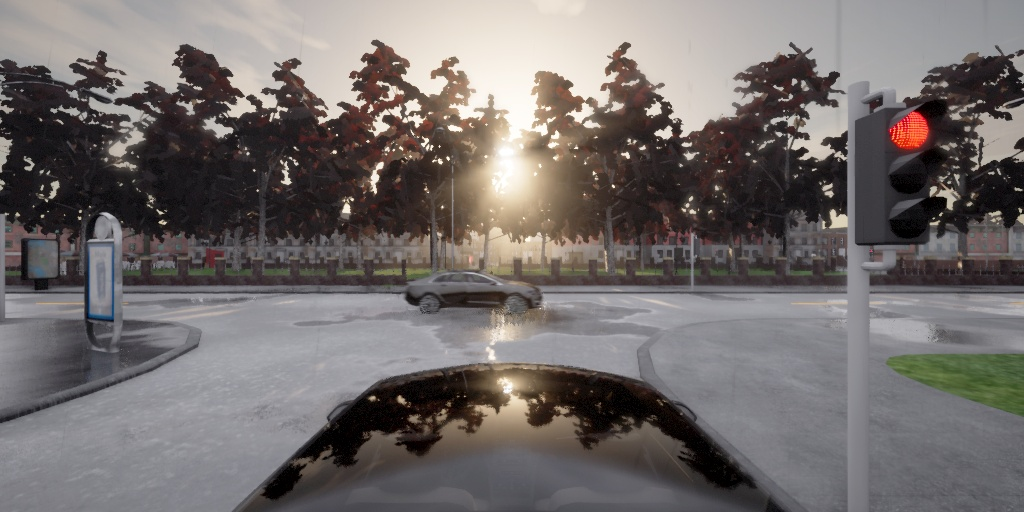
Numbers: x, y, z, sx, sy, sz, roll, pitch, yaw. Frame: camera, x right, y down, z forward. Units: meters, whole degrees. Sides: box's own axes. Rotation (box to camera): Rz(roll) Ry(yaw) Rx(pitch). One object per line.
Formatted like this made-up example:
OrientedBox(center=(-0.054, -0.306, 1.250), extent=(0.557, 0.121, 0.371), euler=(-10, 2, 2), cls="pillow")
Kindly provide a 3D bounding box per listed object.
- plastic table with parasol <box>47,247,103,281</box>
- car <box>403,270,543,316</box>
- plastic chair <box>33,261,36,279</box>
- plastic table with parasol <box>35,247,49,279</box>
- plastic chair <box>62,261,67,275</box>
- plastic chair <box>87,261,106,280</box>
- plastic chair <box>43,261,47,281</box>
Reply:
OrientedBox(center=(-39.195, 0.694, 32.229), extent=(2.482, 2.480, 2.482), euler=(0, 0, -40), cls="plastic table with parasol")
OrientedBox(center=(-1.365, 1.241, 12.867), extent=(4.902, 1.511, 2.128), euler=(0, 0, 0), cls="car")
OrientedBox(center=(-44.624, 1.295, 34.121), extent=(0.730, 1.272, 0.750), euler=(0, 0, -41), cls="plastic chair")
OrientedBox(center=(-43.616, 0.620, 34.871), extent=(2.482, 2.480, 2.482), euler=(0, 0, -39), cls="plastic table with parasol")
OrientedBox(center=(-38.292, 1.306, 31.256), extent=(0.750, 1.272, 0.730), euler=(0, 0, -35), cls="plastic chair")
OrientedBox(center=(-38.197, 1.296, 32.962), extent=(0.730, 1.272, 0.750), euler=(0, 0, -40), cls="plastic chair")
OrientedBox(center=(-40.225, 1.293, 31.484), extent=(0.730, 1.272, 0.750), euler=(0, 0, -40), cls="plastic chair")
